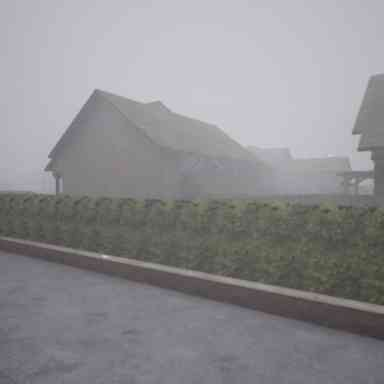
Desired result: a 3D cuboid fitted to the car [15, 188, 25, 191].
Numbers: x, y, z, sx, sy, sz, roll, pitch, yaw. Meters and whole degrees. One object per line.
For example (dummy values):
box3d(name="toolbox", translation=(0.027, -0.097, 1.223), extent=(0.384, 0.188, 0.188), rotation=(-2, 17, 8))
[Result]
box3d(name="car", translation=(-37.287, 0.076, 72.845), extent=(3.866, 1.878, 1.905), rotation=(1, 1, 36))
